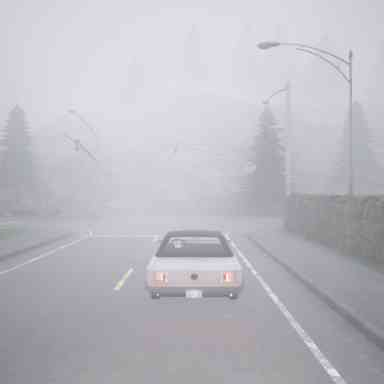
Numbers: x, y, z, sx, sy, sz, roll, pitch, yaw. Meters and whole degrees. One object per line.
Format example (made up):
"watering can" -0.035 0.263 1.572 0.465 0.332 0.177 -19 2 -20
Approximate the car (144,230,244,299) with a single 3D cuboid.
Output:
"car" 0.061 1.601 8.382 1.895 1.301 4.718 0 0 0

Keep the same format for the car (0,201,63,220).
"car" -13.235 1.491 27.549 4.902 1.511 2.128 0 0 1
